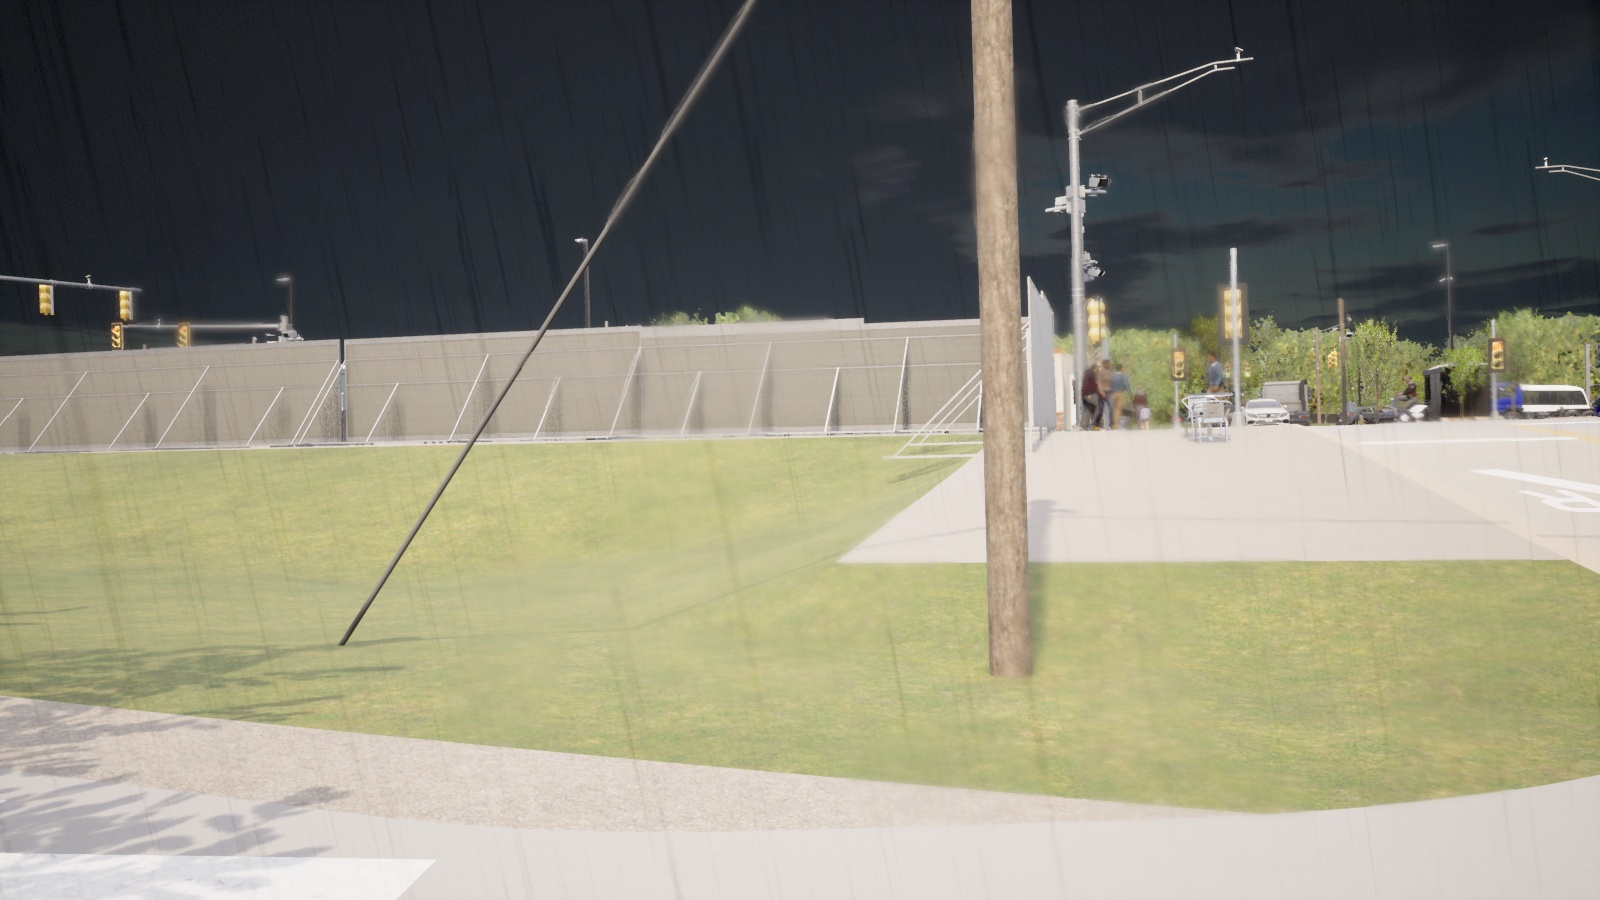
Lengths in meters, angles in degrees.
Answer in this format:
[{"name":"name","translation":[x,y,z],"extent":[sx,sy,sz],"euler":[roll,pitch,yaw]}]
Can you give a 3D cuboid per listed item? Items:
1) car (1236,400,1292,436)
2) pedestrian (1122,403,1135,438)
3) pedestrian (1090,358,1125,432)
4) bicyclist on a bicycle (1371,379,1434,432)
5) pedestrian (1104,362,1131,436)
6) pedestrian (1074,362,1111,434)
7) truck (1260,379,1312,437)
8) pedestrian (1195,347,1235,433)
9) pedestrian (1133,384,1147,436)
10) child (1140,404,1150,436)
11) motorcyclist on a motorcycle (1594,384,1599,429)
[{"name":"car","translation":[20.684,-1.396,56.101],"extent":[1.812,1.442,4.674],"euler":[-1,0,14]},{"name":"pedestrian","translation":[17.745,-1.582,67.807],"extent":[0.563,1.883,0.849],"euler":[-1,0,18]},{"name":"pedestrian","translation":[7.623,-1.349,31.105],"extent":[0.328,1.805,0.869],"euler":[-1,0,-25]},{"name":"bicyclist on a bicycle","translation":[20.891,-1.527,43.573],"extent":[1.843,1.776,0.659],"euler":[-1,0,8]},{"name":"pedestrian","translation":[8.507,-1.365,33.615],"extent":[0.423,1.949,0.788],"euler":[-1,0,33]},{"name":"pedestrian","translation":[7.738,-1.359,33.214],"extent":[0.899,1.844,0.634],"euler":[-1,0,14]},{"name":"truck","translation":[31.048,-2.584,80.289],"extent":[2.891,3.462,7.936],"euler":[-1,0,21]},{"name":"pedestrian","translation":[9.593,-1.377,29.024],"extent":[0.788,1.949,0.423],"euler":[-1,0,-28]},{"name":"pedestrian","translation":[12.351,-1.440,45.630],"extent":[0.376,1.854,0.720],"euler":[-1,0,7]},{"name":"child","translation":[11.944,-1.044,43.474],"extent":[0.255,1.110,0.394],"euler":[-1,0,4]},{"name":"motorcyclist on a motorcycle","translation":[28.697,-1.531,43.335],"extent":[2.191,1.530,0.866],"euler":[-1,0,32]}]
